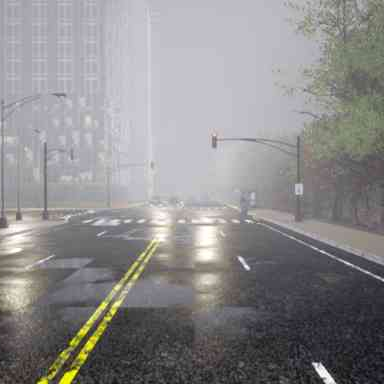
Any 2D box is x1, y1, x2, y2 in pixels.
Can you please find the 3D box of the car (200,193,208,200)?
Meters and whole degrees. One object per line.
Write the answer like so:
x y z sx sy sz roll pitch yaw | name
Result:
3.301 1.287 92.808 2.097 1.767 4.553 0 0 0 | car

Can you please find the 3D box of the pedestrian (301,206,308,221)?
8.046 1.510 23.669 0.500 1.100 0.500 0 0 0 | pedestrian

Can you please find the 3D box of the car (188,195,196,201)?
0.046 1.506 82.809 1.994 1.385 4.181 0 0 0 | car

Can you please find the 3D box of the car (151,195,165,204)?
-6.531 1.493 61.577 1.812 1.442 4.674 0 0 0 | car

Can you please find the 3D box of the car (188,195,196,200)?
0.051 1.472 92.840 2.033 1.411 5.357 0 0 0 | car

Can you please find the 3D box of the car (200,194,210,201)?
3.296 1.309 82.777 2.097 1.767 4.553 0 0 0 | car

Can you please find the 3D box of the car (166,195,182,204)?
-3.281 1.445 61.623 1.882 1.535 5.008 0 0 0 | car

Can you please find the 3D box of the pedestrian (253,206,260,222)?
4.734 1.562 24.271 0.375 1.300 0.375 0 0 0 | pedestrian

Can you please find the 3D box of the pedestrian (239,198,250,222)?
3.900 1.284 24.869 0.375 1.860 0.375 0 0 0 | pedestrian

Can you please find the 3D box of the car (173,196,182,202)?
-3.208 1.554 76.678 1.895 1.301 4.718 0 0 0 | car
